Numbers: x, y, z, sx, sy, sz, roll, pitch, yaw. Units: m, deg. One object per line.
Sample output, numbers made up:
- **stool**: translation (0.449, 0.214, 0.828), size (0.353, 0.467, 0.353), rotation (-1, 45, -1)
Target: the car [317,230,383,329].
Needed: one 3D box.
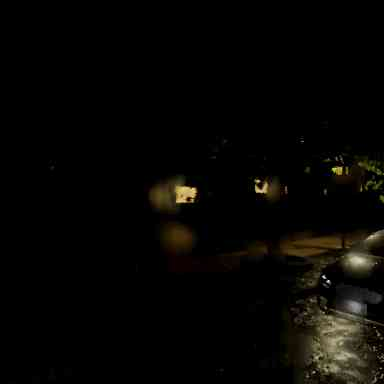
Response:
- **car**: translation (4.423, 1.547, 6.759), size (4.902, 1.511, 2.128), rotation (0, 0, -40)
